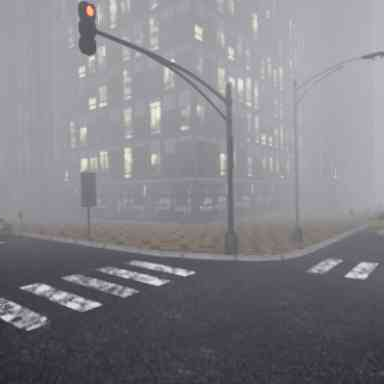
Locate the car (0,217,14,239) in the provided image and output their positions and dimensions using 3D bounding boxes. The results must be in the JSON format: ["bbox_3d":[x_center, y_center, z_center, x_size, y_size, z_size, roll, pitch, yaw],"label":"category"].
[{"bbox_3d":[-10.568,1.571,16.381,4.829,1.417,1.752,0,0,38],"label":"car"}]

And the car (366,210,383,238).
[{"bbox_3d":[10.692,1.654,18.136,1.752,1.417,4.829,-2,-2,37],"label":"car"}]
